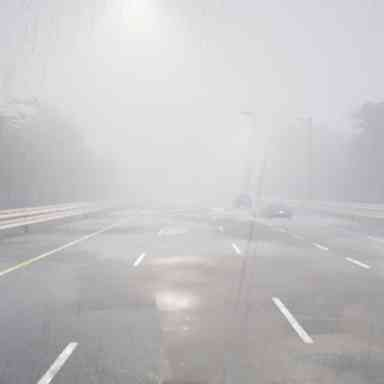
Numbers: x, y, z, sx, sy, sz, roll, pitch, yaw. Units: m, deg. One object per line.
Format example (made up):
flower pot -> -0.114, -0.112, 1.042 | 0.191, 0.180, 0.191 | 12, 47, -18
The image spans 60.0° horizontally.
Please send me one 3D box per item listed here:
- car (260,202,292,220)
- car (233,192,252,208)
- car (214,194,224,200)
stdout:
car -> 7.040, 1.562, 28.209 | 1.994, 1.385, 4.181 | 0, 0, 0
car -> 7.095, 1.232, 47.218 | 2.150, 2.045, 5.566 | 0, 0, 0
car -> 7.253, 1.501, 94.303 | 2.128, 1.511, 4.902 | 0, 0, 2
